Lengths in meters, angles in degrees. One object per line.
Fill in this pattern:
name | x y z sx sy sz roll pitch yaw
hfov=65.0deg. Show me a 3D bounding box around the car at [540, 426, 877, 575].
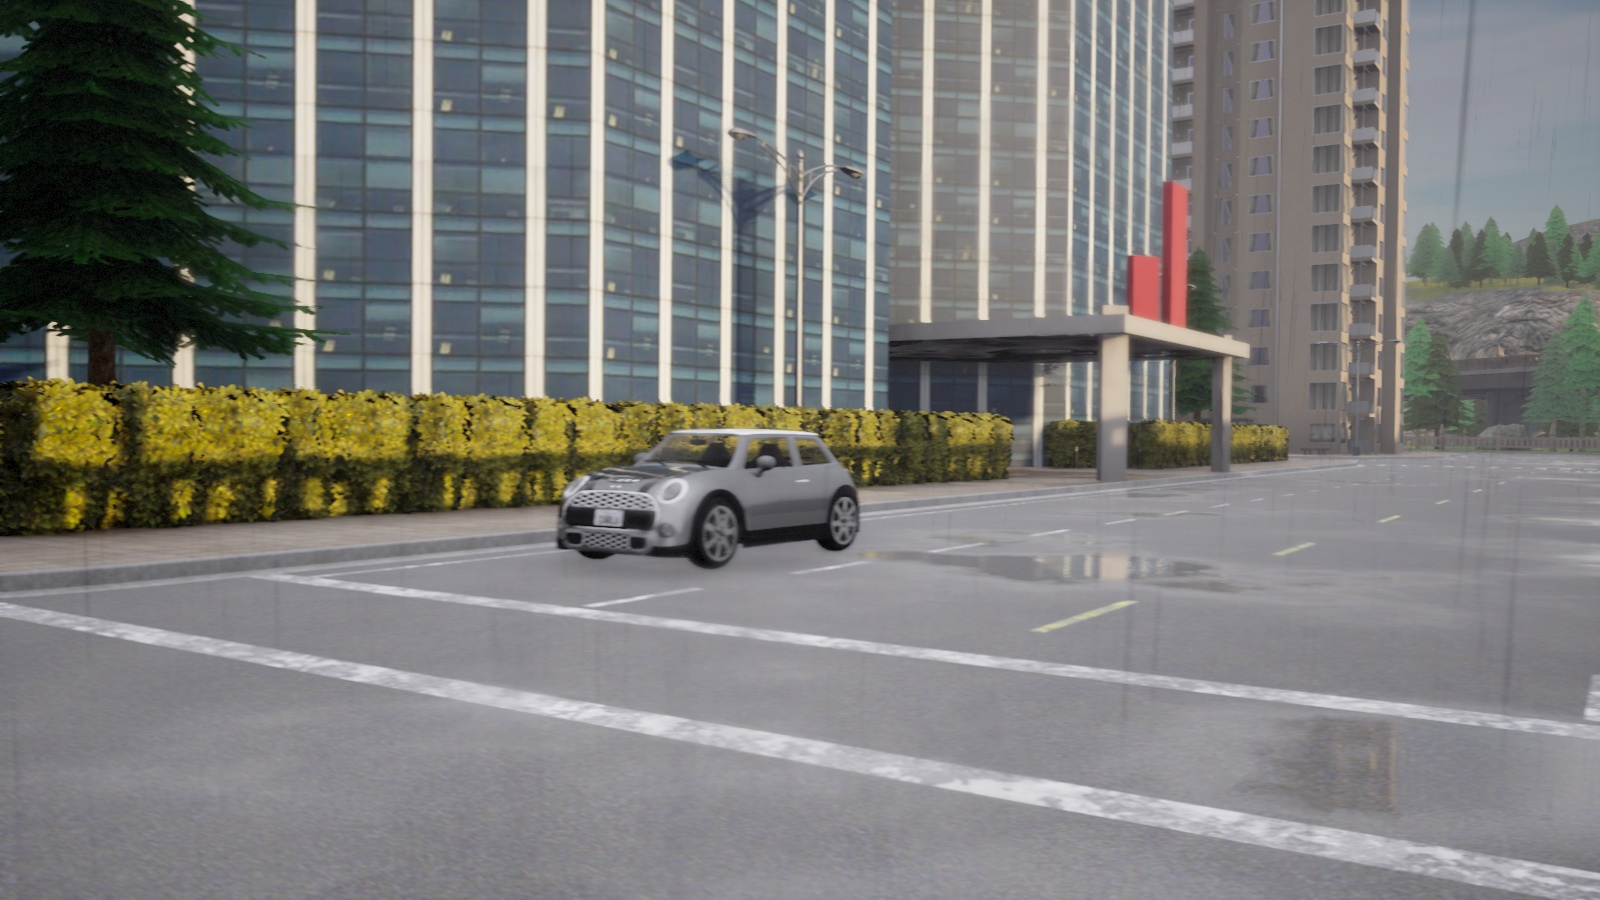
car | -0.921 0.465 14.579 1.970 1.475 3.806 0 1 34
